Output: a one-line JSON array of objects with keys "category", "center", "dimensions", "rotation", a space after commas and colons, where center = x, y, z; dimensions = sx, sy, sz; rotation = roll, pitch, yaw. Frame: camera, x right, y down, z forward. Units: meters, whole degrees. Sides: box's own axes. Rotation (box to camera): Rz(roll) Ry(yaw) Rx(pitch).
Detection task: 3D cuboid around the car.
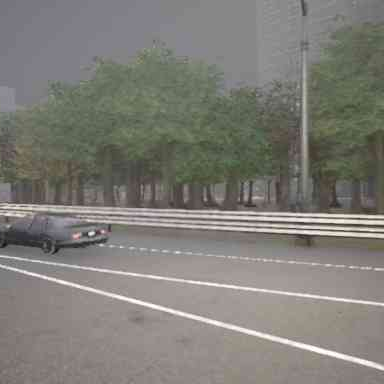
[{"category": "car", "center": [-5.837, 1.559, 13.313], "dimensions": [5.357, 1.411, 2.033], "rotation": [0, 0, 29]}]
